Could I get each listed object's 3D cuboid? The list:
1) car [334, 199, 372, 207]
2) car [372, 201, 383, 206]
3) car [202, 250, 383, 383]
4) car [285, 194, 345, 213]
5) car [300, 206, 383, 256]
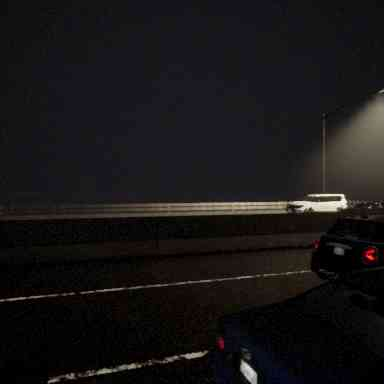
[{"bbox_3d":[14.063,1.498,26.234,4.892,1.490,1.837,0,0,-19],"label":"car"},{"bbox_3d":[15.228,1.497,22.934,4.892,1.490,1.837,0,0,-19],"label":"car"},{"bbox_3d":[2.839,1.546,3.589,5.357,1.411,2.033,0,0,-19],"label":"car"},{"bbox_3d":[10.839,1.216,28.818,5.566,2.045,2.150,0,0,-19],"label":"car"},{"bbox_3d":[5.288,1.349,8.149,4.553,1.767,2.097,0,0,-19],"label":"car"}]
